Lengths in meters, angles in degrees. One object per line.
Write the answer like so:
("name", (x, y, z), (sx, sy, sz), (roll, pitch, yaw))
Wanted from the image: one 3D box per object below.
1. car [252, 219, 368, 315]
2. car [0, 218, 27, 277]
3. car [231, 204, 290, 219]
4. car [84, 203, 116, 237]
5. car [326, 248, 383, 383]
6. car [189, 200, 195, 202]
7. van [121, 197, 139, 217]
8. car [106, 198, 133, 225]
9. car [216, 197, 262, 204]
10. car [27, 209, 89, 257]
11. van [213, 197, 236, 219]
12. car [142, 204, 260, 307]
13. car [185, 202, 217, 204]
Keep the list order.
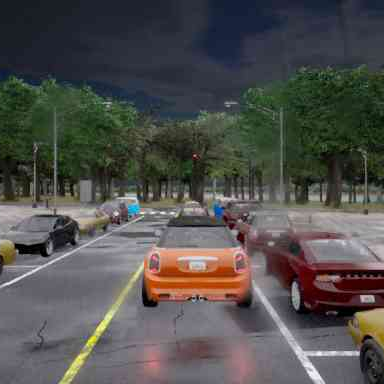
("car", (2.766, 1.545, 7.464), (1.887, 1.381, 4.507), (0, 0, 0))
("car", (-5.760, 1.525, 7.300), (1.752, 1.417, 4.829), (0, 0, 0))
("car", (2.769, 1.441, 12.902), (1.967, 1.590, 4.097), (0, 0, 0))
("car", (-5.753, 1.527, 18.175), (1.752, 1.417, 4.829), (0, 0, 0))
("car", (2.762, 1.525, 2.197), (1.752, 1.417, 4.829), (0, 0, 0))
("car", (0.015, 1.460, 27.295), (1.801, 1.575, 5.366), (0, 0, 1))
("van", (-5.746, 1.345, 29.220), (1.690, 1.788, 3.998), (0, 0, 0))
("car", (-5.749, 1.443, 23.783), (1.967, 1.590, 4.097), (0, 0, 0))
("car", (2.772, 1.317, 18.340), (2.192, 1.841, 5.009), (0, 0, 0))
("car", (-5.756, 1.567, 12.907), (1.947, 1.339, 4.313), (0, 0, 0))
("van", (2.780, 1.345, 29.215), (1.690, 1.788, 3.998), (0, 0, 0))
("car", (0.104, 1.352, 8.136), (2.097, 1.767, 4.553), (0, 0, 0))
("car", (0.109, 1.493, 17.350), (2.128, 1.511, 4.902), (0, 0, 0))
